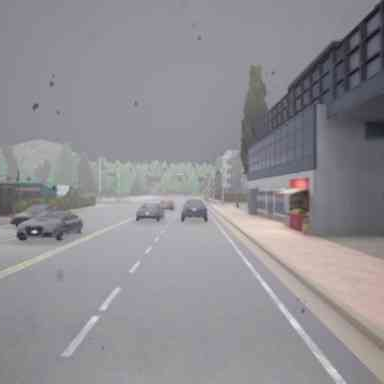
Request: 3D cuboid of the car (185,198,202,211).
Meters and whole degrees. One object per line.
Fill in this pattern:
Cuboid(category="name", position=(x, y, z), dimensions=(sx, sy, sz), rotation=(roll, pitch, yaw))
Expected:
Cuboid(category="car", position=(0.210, 1.570, 43.329), dimensions=(2.128, 1.511, 4.902), rotation=(0, 0, 1))

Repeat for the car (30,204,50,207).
Cuboid(category="car", position=(-10.474, 1.583, 23.328), dimensions=(2.033, 1.411, 5.357), rotation=(0, 0, 1))

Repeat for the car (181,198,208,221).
Cuboid(category="car", position=(0.184, 1.402, 27.899), dimensions=(2.097, 1.767, 4.553), rotation=(0, 0, 0))

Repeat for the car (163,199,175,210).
Cuboid(category="car", position=(-3.292, 1.639, 43.221), dimensions=(1.994, 1.385, 4.181), rotation=(0, 0, 0))

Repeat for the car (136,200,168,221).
Cuboid(category="car", position=(-3.387, 1.612, 27.552), dimensions=(1.994, 1.385, 4.181), rotation=(0, 0, 1))

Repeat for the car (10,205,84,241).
Cuboid(category="car", position=(-7.012, 1.590, 16.834), dimensions=(1.994, 1.385, 4.181), rotation=(0, 0, 1))
